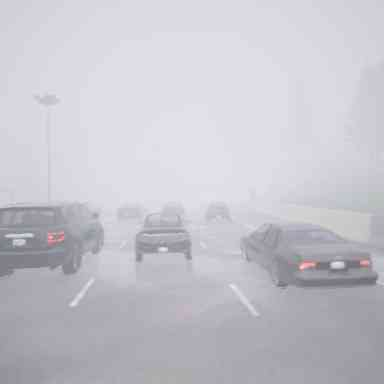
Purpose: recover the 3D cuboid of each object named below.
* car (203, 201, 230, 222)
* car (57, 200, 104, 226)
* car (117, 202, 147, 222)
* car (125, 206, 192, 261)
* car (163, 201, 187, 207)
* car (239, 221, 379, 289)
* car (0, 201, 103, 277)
[{"bbox_3d":[1.979,1.494,26.695,1.837,1.490,4.892,-1,0,1],"label":"car"},{"bbox_3d":[-8.518,1.546,25.879,2.097,1.767,4.553,-1,0,0],"label":"car"},{"bbox_3d":[-4.999,1.605,28.370,1.882,1.535,5.008,-1,0,1],"label":"car"},{"bbox_3d":[-1.035,1.526,12.499,2.128,1.511,4.902,-1,0,-4],"label":"car"},{"bbox_3d":[-1.497,1.536,28.514,1.882,1.535,5.008,-1,0,1],"label":"car"},{"bbox_3d":[2.703,1.503,9.120,2.033,1.411,5.357,-1,0,-5],"label":"car"},{"bbox_3d":[-4.453,1.323,10.921,2.150,2.045,5.566,-1,0,-4],"label":"car"}]
